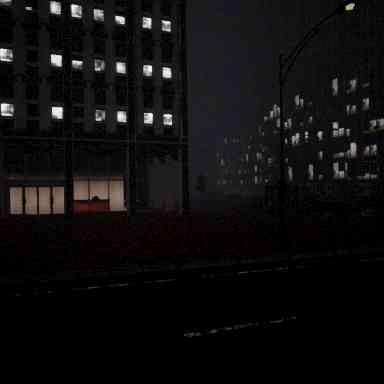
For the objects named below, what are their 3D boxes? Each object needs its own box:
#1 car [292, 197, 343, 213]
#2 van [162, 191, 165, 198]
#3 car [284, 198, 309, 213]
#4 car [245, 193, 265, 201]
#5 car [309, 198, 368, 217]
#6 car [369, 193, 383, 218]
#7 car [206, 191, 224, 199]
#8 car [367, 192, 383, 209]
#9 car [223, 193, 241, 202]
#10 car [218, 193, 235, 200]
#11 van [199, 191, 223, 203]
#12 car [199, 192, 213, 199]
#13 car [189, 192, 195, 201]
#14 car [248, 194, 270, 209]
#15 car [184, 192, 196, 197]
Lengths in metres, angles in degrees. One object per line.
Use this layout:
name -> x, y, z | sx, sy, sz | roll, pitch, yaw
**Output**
car -> 13.322, 1.321, 35.739 | 2.033, 1.411, 5.357 | -1, 1, -20
van -> -6.572, 0.688, 82.767 | 1.690, 1.788, 3.998 | 0, 1, -20
car -> 10.839, 1.399, 34.674 | 1.802, 1.307, 4.206 | 0, 1, -20
car -> 9.795, 1.228, 45.430 | 2.033, 1.411, 5.357 | -1, 1, -20
car -> 12.769, 1.434, 29.325 | 1.947, 1.339, 4.313 | 0, 1, -20
car -> 16.851, 1.216, 26.095 | 2.097, 1.767, 4.553 | -1, 1, -21
car -> 5.194, 0.634, 74.955 | 2.192, 1.841, 5.009 | 0, 1, -20
car -> 18.264, 0.996, 31.497 | 2.150, 2.045, 5.566 | -1, 1, -20
car -> 7.488, 1.015, 61.083 | 1.812, 1.442, 4.674 | -1, 1, -20
car -> 7.141, 0.954, 69.618 | 1.802, 1.307, 4.206 | 0, 1, -20
van -> 3.160, 0.952, 56.067 | 1.690, 1.788, 3.998 | 0, 1, -20
car -> 3.248, 0.706, 80.296 | 1.967, 1.590, 4.097 | 0, 1, -20
car -> -0.733, 1.056, 66.749 | 2.008, 1.369, 4.403 | 0, 1, -20
car -> 8.948, 1.332, 40.033 | 1.947, 1.339, 4.313 | 0, 1, -20
car -> -0.644, 0.711, 90.977 | 2.008, 1.369, 4.403 | 0, 1, -20
